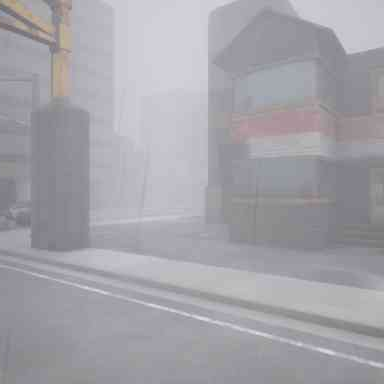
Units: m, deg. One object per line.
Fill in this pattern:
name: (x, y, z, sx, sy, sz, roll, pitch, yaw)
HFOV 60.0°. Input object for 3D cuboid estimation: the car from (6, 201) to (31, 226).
car: (-9.710, 1.453, 22.725, 2.038, 1.542, 4.974, 0, 0, 15)

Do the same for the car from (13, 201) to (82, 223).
car: (-9.697, 1.295, 22.775, 1.853, 1.218, 4.536, 0, 0, 15)

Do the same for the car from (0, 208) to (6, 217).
car: (-12.868, 1.295, 25.424, 4.536, 1.218, 1.853, 0, 0, -30)
